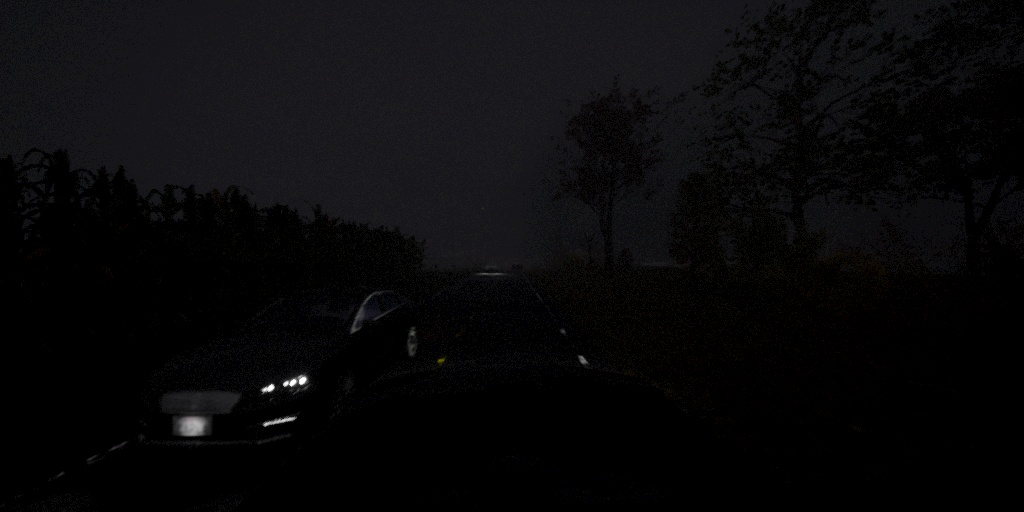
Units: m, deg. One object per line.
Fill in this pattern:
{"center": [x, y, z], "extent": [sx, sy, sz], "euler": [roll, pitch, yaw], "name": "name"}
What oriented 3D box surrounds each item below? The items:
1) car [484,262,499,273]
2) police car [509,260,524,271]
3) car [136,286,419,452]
{"center": [-2.800, 1.582, 49.731], "extent": [1.812, 1.442, 4.674], "euler": [0, -1, 0], "name": "car"}
{"center": [0.847, 1.540, 57.447], "extent": [1.930, 1.638, 5.238], "euler": [0, 0, 0], "name": "police car"}
{"center": [-2.848, 1.264, 5.647], "extent": [2.128, 1.511, 4.902], "euler": [0, 0, 0], "name": "car"}
